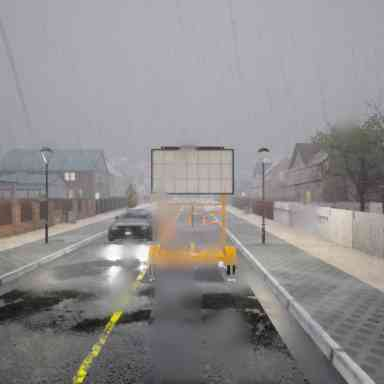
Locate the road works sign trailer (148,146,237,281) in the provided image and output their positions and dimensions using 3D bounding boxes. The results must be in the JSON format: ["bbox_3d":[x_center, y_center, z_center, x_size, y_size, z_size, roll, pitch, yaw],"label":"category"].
[{"bbox_3d":[0.016,0.471,9.818,2.380,3.560,2.880,0,0,0],"label":"road works sign trailer"}]

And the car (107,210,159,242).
[{"bbox_3d":[-2.744,1.578,16.255,1.994,1.385,4.181,0,0,0],"label":"car"}]
